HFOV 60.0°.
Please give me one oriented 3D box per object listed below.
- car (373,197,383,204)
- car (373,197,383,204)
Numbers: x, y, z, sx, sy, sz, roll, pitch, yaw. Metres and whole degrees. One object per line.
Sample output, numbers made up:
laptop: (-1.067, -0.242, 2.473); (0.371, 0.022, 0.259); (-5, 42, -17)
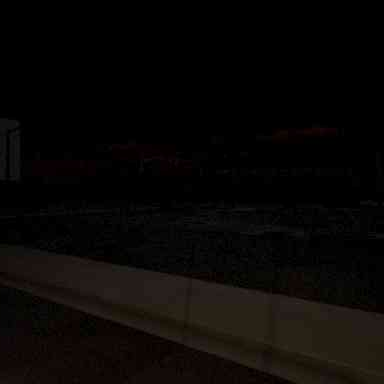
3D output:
car: (37.542, 1.576, 65.370); (1.853, 1.218, 4.536); (1, 1, 6)
car: (37.535, 1.734, 65.320); (2.038, 1.542, 4.974); (1, 1, 6)
